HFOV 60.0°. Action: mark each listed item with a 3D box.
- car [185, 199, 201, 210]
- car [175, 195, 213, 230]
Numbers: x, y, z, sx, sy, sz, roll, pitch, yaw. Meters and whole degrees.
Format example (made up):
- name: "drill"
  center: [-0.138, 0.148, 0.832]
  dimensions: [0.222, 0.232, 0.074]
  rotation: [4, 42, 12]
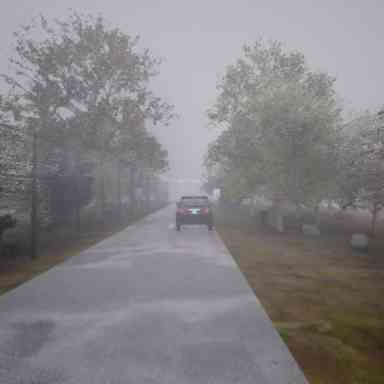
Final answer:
- name: "car"
  center: [0.166, 1.592, 42.806]
  dimensions: [1.895, 1.301, 4.718]
  rotation: [0, 0, 0]
- name: "car"
  center: [0.134, 1.217, 20.986]
  dimensions: [2.150, 2.045, 5.566]
  rotation: [0, 0, 0]
